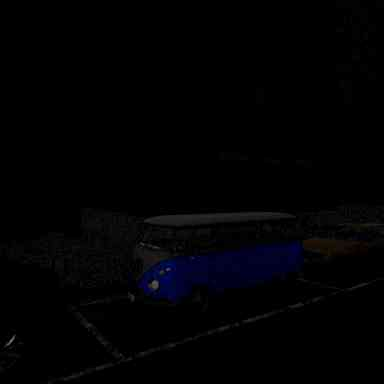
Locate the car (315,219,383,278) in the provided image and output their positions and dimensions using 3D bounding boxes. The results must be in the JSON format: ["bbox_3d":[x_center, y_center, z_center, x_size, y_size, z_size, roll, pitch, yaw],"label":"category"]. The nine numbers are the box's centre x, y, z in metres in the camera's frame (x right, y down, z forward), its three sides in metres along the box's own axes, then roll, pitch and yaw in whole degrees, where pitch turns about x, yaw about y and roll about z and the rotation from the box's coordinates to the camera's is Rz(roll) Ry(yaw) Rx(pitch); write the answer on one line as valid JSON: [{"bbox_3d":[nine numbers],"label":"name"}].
[{"bbox_3d":[4.917,1.526,10.158,4.829,1.417,1.752,0,0,-35],"label":"car"}]

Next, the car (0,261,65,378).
[{"bbox_3d":[-3.799,1.566,3.942,4.313,1.339,1.947,0,0,-35],"label":"car"}]

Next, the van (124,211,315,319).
[{"bbox_3d":[0.628,1.341,7.100,3.998,1.788,1.690,0,0,-35],"label":"van"}]
